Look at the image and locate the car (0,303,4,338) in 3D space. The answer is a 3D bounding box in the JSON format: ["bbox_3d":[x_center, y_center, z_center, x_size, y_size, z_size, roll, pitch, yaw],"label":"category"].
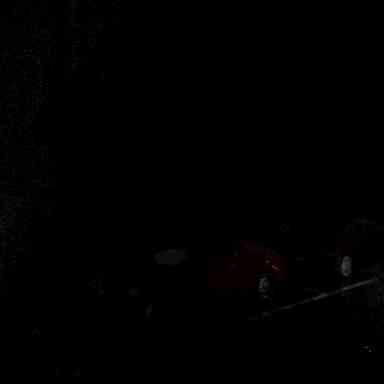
[{"bbox_3d":[-4.404,1.590,3.509,4.206,1.307,1.802,0,0,-36],"label":"car"}]

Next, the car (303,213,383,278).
[{"bbox_3d":[4.637,1.490,9.959,4.507,1.381,1.887,0,0,-36],"label":"car"}]

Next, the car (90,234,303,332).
[{"bbox_3d":[0.114,1.563,6.732,4.206,1.307,1.802,0,0,-36],"label":"car"}]
